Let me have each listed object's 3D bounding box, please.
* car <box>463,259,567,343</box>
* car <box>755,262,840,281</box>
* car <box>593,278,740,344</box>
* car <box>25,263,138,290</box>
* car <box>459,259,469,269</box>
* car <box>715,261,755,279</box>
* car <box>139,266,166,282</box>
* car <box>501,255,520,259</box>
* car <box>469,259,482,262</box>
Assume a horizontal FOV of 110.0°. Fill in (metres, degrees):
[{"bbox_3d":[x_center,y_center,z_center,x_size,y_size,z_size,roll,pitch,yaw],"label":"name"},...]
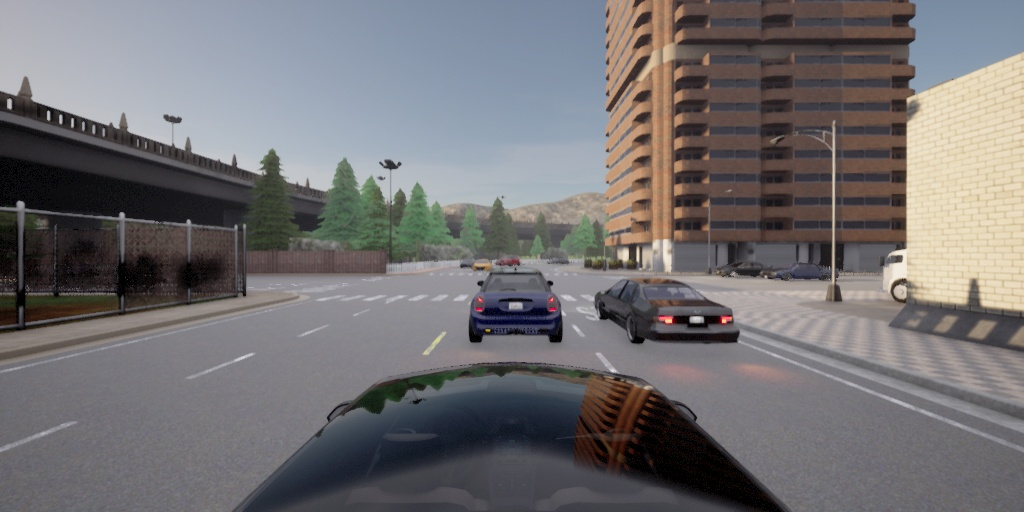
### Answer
[{"bbox_3d":[0.090,1.085,9.800,2.097,1.767,4.553,0,0,0],"label":"car"},{"bbox_3d":[23.181,1.296,28.961,5.357,1.411,2.033,0,0,0],"label":"car"},{"bbox_3d":[3.591,1.281,9.465,2.033,1.411,5.357,0,0,0],"label":"car"},{"bbox_3d":[-26.524,1.255,21.864,4.902,1.511,2.128,0,0,0],"label":"car"},{"bbox_3d":[-6.324,1.148,52.872,1.837,1.490,4.892,0,0,8],"label":"car"},{"bbox_3d":[21.036,1.246,32.465,4.892,1.490,1.837,0,0,0],"label":"car"},{"bbox_3d":[-27.304,1.262,25.364,4.892,1.490,1.837,0,0,0],"label":"car"},{"bbox_3d":[-0.413,0.850,61.423,2.150,2.045,5.566,0,0,25],"label":"car"},{"bbox_3d":[-3.510,1.142,42.840,1.882,1.535,5.008,0,0,2],"label":"car"}]
